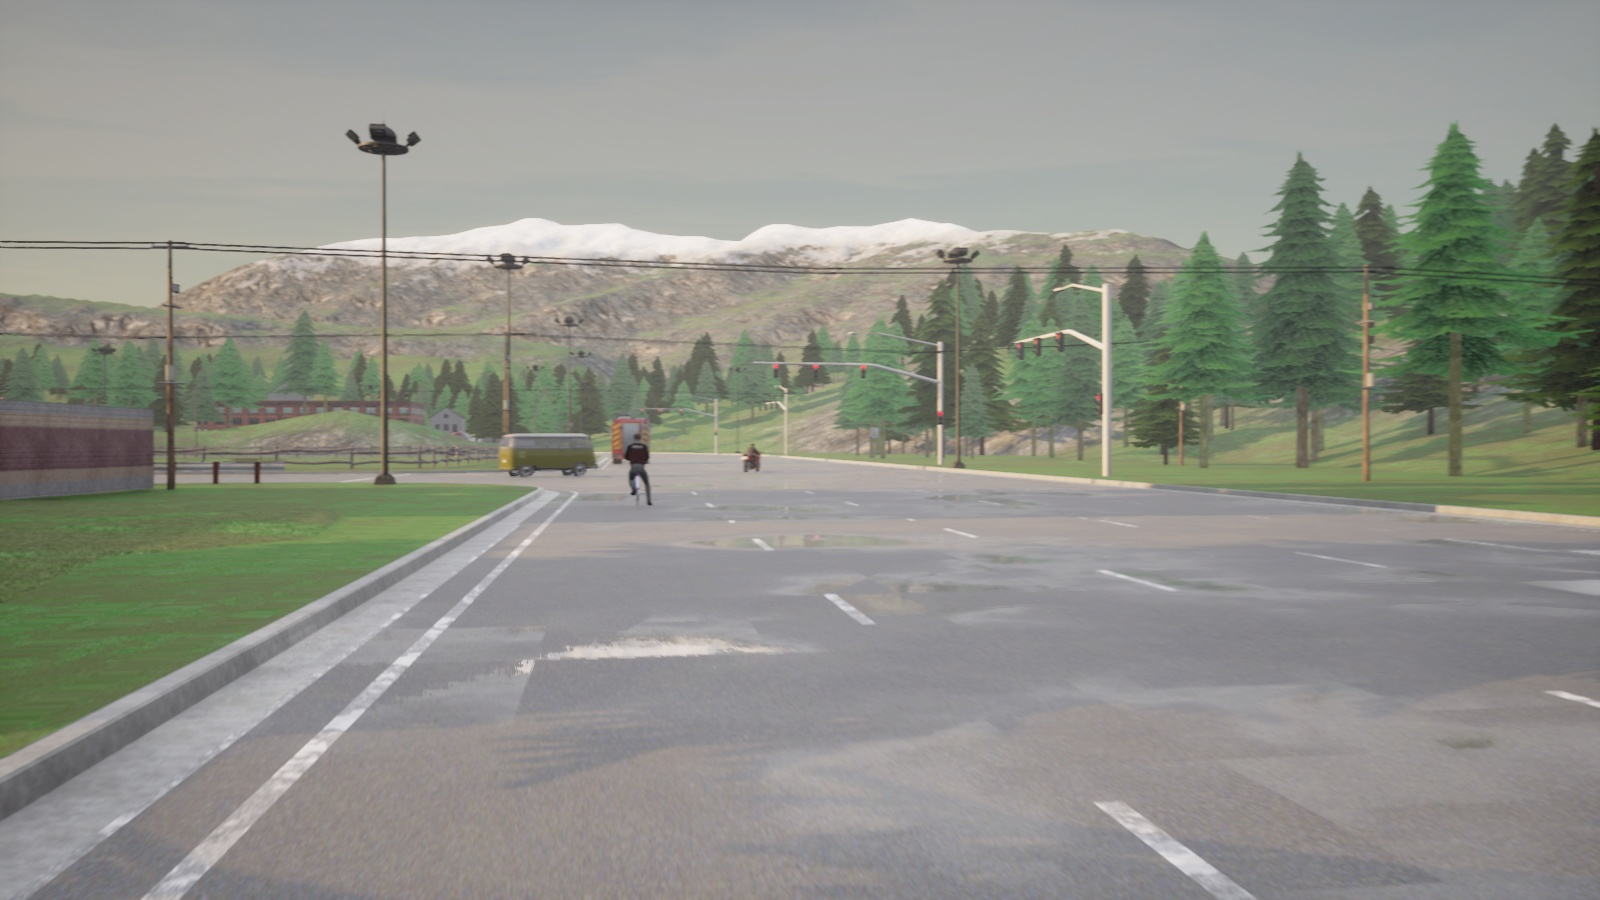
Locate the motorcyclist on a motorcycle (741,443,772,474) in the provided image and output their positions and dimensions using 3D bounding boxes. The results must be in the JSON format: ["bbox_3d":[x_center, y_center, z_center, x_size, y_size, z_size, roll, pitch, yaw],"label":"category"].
[{"bbox_3d":[-2.233,0.416,64.257,0.797,1.523,2.044,-1,0,21],"label":"motorcyclist on a motorcycle"}]

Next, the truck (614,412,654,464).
[{"bbox_3d":[-12.728,-0.882,96.352,2.891,3.827,8.468,0,0,-7],"label":"truck"}]

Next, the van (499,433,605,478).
[{"bbox_3d":[-11.335,0.225,57.521,4.442,1.987,1.775,0,0,-32],"label":"van"}]
